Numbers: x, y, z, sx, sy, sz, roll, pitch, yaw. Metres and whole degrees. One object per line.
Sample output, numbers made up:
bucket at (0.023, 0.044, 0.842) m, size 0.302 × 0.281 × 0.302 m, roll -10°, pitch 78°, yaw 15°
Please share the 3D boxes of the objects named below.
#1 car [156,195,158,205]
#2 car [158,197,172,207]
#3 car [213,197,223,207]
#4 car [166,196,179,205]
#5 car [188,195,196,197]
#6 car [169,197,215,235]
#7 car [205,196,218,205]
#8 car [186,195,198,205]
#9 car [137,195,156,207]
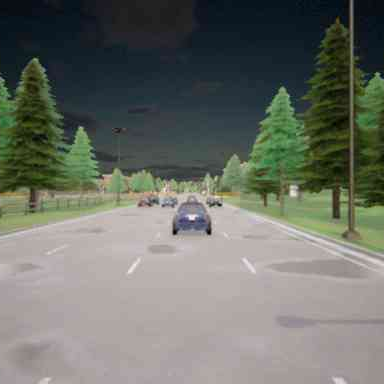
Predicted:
car at (-7.004, 1.355, 60.065) m, size 2.097 × 1.767 × 4.553 m, roll 0°, pitch 0°, yaw 0°
car at (-3.503, 1.550, 49.675) m, size 2.033 × 1.411 × 5.357 m, roll 0°, pitch 0°, yaw 0°
car at (3.497, 1.603, 50.122) m, size 1.895 × 1.301 × 4.718 m, roll 0°, pitch 0°, yaw 0°
car at (-3.504, 1.550, 60.095) m, size 2.033 × 1.411 × 5.357 m, roll 0°, pitch 0°, yaw 0°
car at (-0.003, 1.566, 50.058) m, size 1.994 × 1.385 × 4.181 m, roll 0°, pitch 0°, yaw 0°
car at (-0.001, 1.353, 19.032) m, size 2.097 × 1.767 × 4.553 m, roll 0°, pitch 0°, yaw 0°
car at (3.496, 1.550, 60.095) m, size 2.033 × 1.411 × 5.357 m, roll 0°, pitch 0°, yaw 0°
car at (-0.004, 1.355, 60.065) m, size 2.097 × 1.767 × 4.553 m, roll 0°, pitch 0°, yaw 0°
car at (-7.003, 1.528, 50.091) m, size 1.812 × 1.442 × 4.674 m, roll 0°, pitch 0°, yaw 0°
